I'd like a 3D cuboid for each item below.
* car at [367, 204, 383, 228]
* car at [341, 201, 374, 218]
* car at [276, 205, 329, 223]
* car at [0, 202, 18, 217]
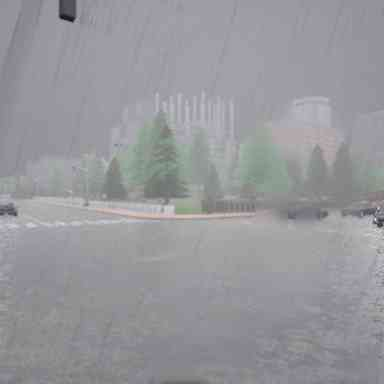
[{"bbox_3d":[14.686,1.739,23.055,5.357,1.411,2.033,0,0,-35],"label":"car"},{"bbox_3d":[16.784,1.723,33.143,4.892,1.490,1.837,-1,0,-35],"label":"car"},{"bbox_3d":[9.265,1.786,27.838,4.718,1.301,1.895,0,0,-34],"label":"car"},{"bbox_3d":[-17.380,1.631,30.861,1.895,1.301,4.718,1,0,-33],"label":"car"}]
